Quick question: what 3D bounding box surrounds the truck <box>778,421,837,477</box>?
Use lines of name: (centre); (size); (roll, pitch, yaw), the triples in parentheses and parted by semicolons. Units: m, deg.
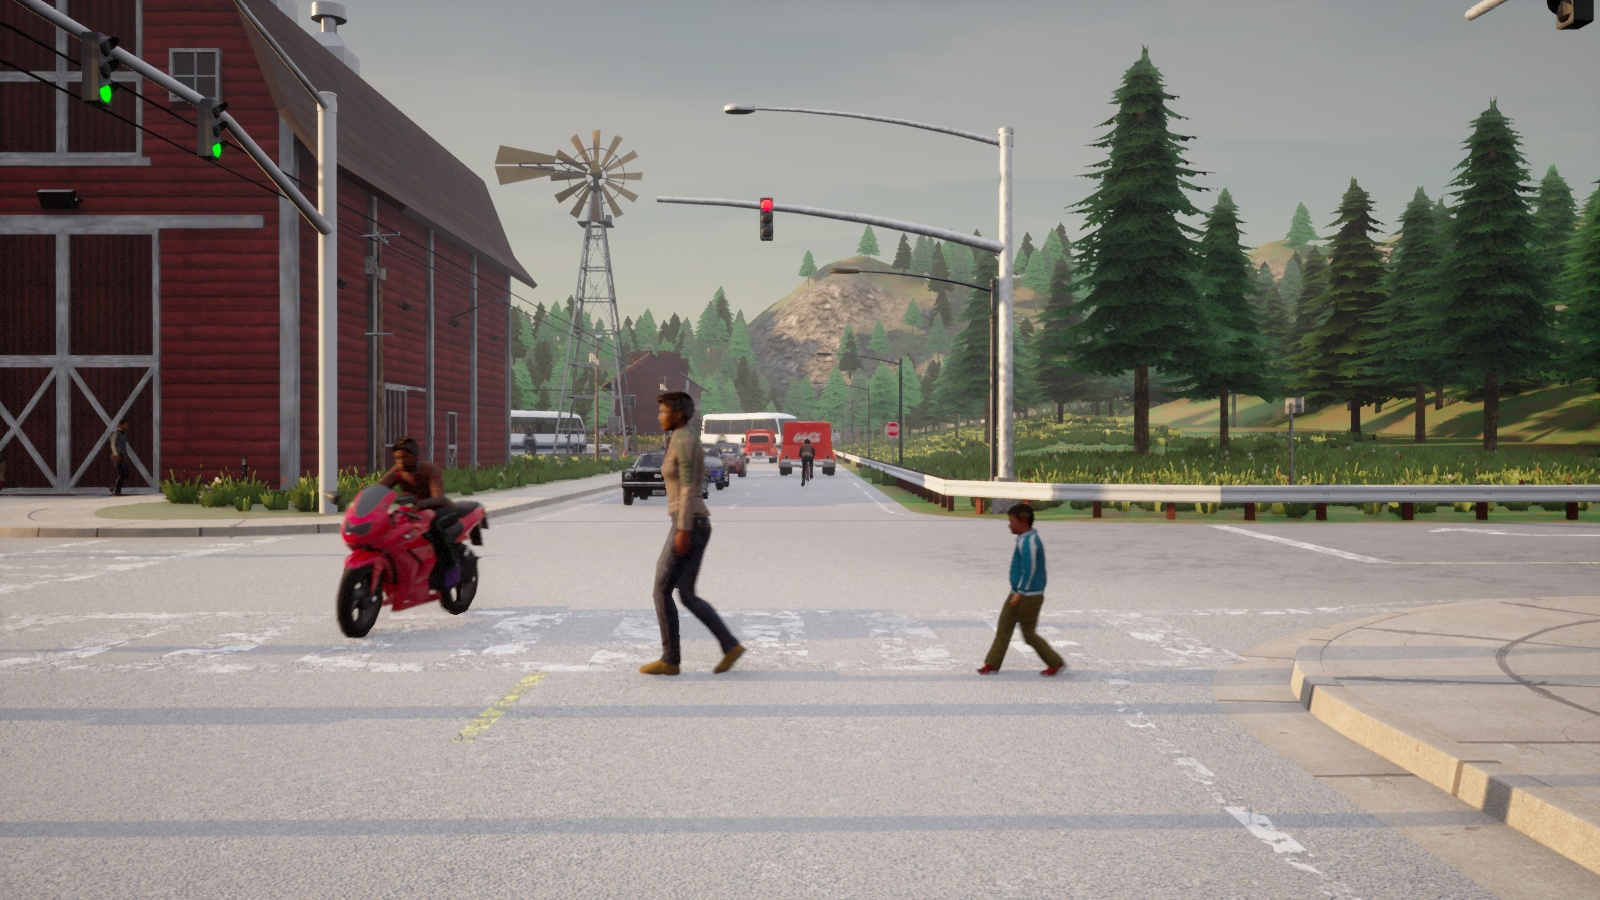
truck: (0.337, -0.069, 58.252); (2.627, 2.467, 5.204); (0, 0, 0)

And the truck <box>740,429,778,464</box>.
truck: (-2.973, -0.265, 92.808); (2.627, 2.467, 5.204); (0, 0, 0)

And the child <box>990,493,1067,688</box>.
child: (1.439, 0.876, 7.945); (0.448, 1.192, 0.343); (0, 0, 4)

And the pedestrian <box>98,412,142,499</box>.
pedestrian: (-15.499, 0.123, 28.633); (0.788, 1.949, 0.423); (0, 0, -9)

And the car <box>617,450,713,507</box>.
car: (-3.310, 0.665, 31.709); (1.895, 1.301, 4.718); (0, 0, 0)

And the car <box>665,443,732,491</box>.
car: (-3.259, 0.526, 40.978); (1.816, 1.474, 4.193); (0, 0, 0)

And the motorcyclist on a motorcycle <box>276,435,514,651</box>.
motorcyclist on a motorcycle: (-3.152, 0.656, 10.032); (0.797, 1.523, 2.044); (2, 1, 15)

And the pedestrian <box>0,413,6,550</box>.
pedestrian: (-10.680, 0.422, 16.245); (0.328, 1.805, 0.869); (0, 0, -5)

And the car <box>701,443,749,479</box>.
car: (-3.186, 0.453, 54.068); (1.845, 1.501, 3.633); (0, 0, 0)

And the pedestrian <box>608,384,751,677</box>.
pedestrian: (-0.751, 0.496, 7.925); (0.869, 1.805, 0.328); (0, 0, 1)
